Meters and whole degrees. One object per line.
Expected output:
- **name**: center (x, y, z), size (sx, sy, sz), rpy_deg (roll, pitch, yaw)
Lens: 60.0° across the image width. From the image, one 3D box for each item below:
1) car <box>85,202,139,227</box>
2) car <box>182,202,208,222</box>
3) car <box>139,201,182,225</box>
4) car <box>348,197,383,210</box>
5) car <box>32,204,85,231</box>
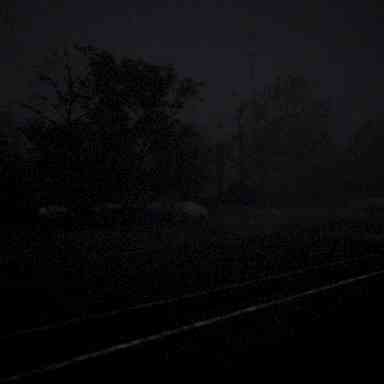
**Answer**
- **car**: center (-5.824, 1.442, 22.367), size (2.231, 1.521, 4.892), rpy_deg (0, 0, -35)
- **car**: center (-0.592, 1.474, 26.091), size (2.002, 1.452, 4.674), rpy_deg (0, 0, -35)
- **car**: center (-3.163, 1.437, 24.273), size (2.097, 1.535, 5.008), rpy_deg (0, 0, -35)
- **car**: center (22.628, 1.413, 42.591), size (2.097, 1.535, 5.008), rpy_deg (0, 0, -35)
- **car**: center (-8.496, 1.484, 20.472), size (2.002, 1.452, 4.674), rpy_deg (0, 0, -35)
